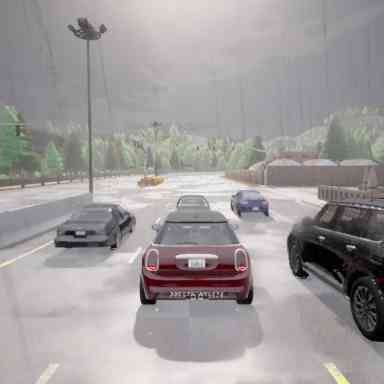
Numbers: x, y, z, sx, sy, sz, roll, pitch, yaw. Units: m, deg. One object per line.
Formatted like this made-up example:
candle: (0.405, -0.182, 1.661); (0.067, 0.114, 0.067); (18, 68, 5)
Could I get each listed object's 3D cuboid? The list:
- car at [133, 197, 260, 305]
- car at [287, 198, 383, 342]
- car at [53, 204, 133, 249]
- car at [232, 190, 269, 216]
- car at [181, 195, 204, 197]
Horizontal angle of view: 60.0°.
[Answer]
car: (0.077, 1.192, 7.950); (2.097, 1.767, 4.553); (0, 2, 0)
car: (3.588, 1.110, 6.426); (2.150, 2.045, 5.566); (0, 1, 0)
car: (-3.443, 1.165, 12.727); (2.033, 1.411, 5.357); (0, 3, 0)
car: (3.519, 0.608, 20.710); (1.812, 1.442, 4.674); (0, 4, 0)
car: (0.036, 0.861, 17.331); (2.033, 1.411, 5.357); (0, 4, 0)
